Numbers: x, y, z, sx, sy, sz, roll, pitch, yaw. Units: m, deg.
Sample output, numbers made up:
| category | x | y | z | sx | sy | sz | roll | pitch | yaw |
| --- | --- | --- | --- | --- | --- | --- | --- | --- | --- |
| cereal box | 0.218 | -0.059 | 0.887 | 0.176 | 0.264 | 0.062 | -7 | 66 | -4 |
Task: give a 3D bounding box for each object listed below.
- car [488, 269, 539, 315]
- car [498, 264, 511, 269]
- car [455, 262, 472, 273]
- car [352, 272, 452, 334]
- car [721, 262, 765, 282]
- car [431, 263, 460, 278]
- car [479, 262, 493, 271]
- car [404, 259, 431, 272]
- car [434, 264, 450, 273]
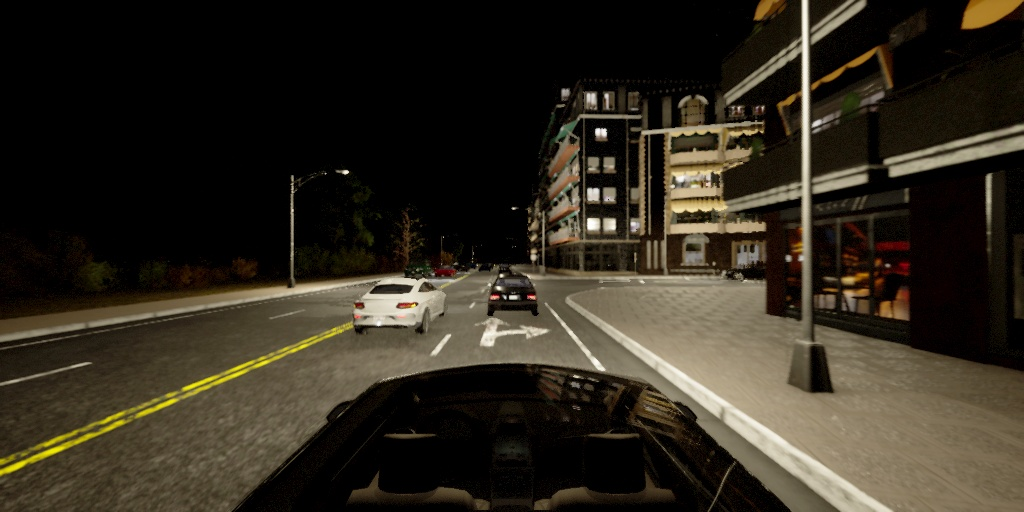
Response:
| category | x | y | z | sx | sy | sz | roll | pitch | yaw |
| --- | --- | --- | --- | --- | --- | --- | --- | --- | --- |
| car | 0.011 | 1.432 | 14.271 | 2.033 | 1.411 | 5.357 | 0 | -1 | -1 |
| car | -1.083 | 1.862 | 52.351 | 2.033 | 1.411 | 5.357 | 0 | -1 | -3 |
| car | -7.968 | 1.885 | 57.755 | 1.837 | 1.490 | 4.892 | 0 | 0 | -2 |
| car | -3.198 | 1.375 | 10.854 | 1.812 | 1.442 | 4.674 | 0 | -1 | -1 |
| car | 17.920 | 1.121 | 26.102 | 4.674 | 1.442 | 1.812 | -1 | -1 | 15 |
| car | -7.287 | 1.773 | 39.558 | 1.895 | 1.301 | 4.718 | 0 | -1 | -2 |
| car | -4.803 | 2.013 | 63.947 | 1.994 | 1.385 | 4.181 | 0 | -1 | -2 |
| car | -10.585 | 1.411 | 40.849 | 2.150 | 2.045 | 5.566 | 0 | -1 | -2 |
| car | -11.222 | 1.985 | 57.734 | 1.895 | 1.301 | 4.718 | 0 | -1 | -2 |
